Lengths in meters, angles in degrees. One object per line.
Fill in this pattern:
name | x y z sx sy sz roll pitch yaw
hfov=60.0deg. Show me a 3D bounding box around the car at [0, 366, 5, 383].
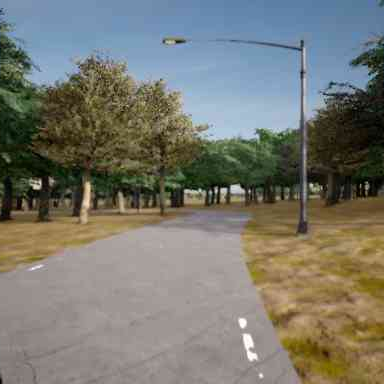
car | -2.689 1.570 1.322 1.994 1.385 4.181 0 -1 0
